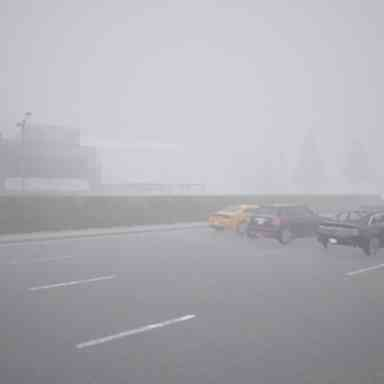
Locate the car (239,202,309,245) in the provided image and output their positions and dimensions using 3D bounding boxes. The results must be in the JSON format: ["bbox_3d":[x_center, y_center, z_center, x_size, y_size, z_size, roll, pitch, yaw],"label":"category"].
[{"bbox_3d":[4.735,1.346,15.770,4.553,1.767,2.097,0,0,-35],"label":"car"}]

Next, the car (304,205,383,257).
[{"bbox_3d":[6.906,1.487,13.017,4.902,1.511,2.128,0,0,-35],"label":"car"}]

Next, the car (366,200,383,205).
[{"bbox_3d":[16.423,1.467,28.398,5.008,1.535,1.882,0,0,-35],"label":"car"}]

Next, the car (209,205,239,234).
[{"bbox_3d":[3.281,1.472,19.028,5.008,1.535,1.882,0,0,-36],"label":"car"}]

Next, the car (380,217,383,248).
[{"bbox_3d":[7.583,1.485,9.213,4.902,1.511,2.128,0,0,-35],"label":"car"}]
